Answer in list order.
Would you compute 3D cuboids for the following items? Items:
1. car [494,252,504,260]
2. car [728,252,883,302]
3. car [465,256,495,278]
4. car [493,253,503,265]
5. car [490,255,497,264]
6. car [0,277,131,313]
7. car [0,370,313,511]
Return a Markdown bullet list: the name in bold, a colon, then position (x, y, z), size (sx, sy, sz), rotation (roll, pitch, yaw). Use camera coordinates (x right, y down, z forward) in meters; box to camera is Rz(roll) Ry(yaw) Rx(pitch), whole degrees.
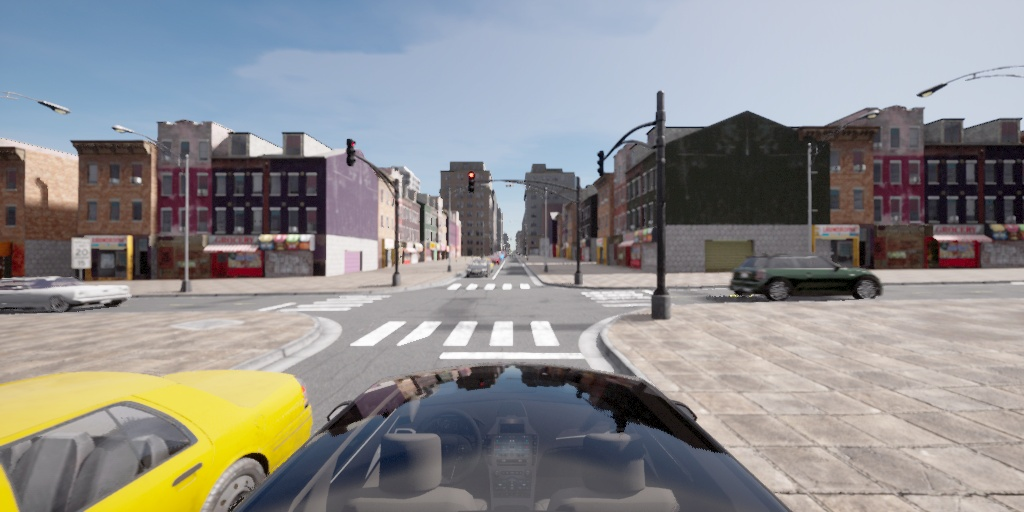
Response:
- **car**: position (-2.627, 0.500, 56.700), size (1.948, 1.339, 4.313), rotation (0, 0, 0)
- **car**: position (10.763, 0.704, 13.323), size (4.553, 1.767, 2.097), rotation (-1, 0, 0)
- **car**: position (-2.632, 0.922, 28.460), size (2.007, 1.370, 4.403), rotation (0, 0, 0)
- **car**: position (-2.628, 0.567, 51.053), size (1.888, 1.381, 4.507), rotation (0, 0, 0)
- **car**: position (-2.631, 0.811, 33.938), size (1.751, 1.417, 4.829), rotation (0, 0, 0)
- **car**: position (-17.494, 1.432, 13.505), size (4.718, 1.301, 1.895), rotation (-1, 0, 0)
- **car**: position (-2.637, 1.280, 1.189), size (1.751, 1.417, 4.829), rotation (0, 0, 0)
